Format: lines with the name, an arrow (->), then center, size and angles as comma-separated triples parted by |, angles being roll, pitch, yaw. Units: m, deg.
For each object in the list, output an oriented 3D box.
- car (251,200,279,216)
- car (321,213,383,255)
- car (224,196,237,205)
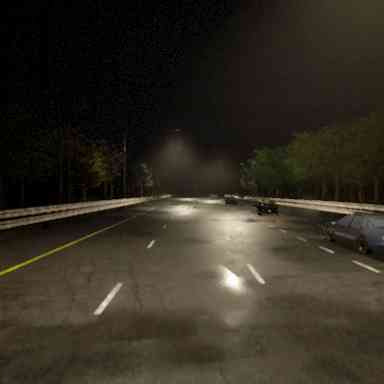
car -> 7.002, 1.506, 32.269 | 2.128, 1.511, 4.902 | 0, 0, 0
car -> 6.994, 1.549, 13.245 | 2.033, 1.411, 5.357 | 0, 0, 0
car -> 7.083, 1.613, 61.278 | 1.994, 1.385, 4.181 | 0, 0, 0
